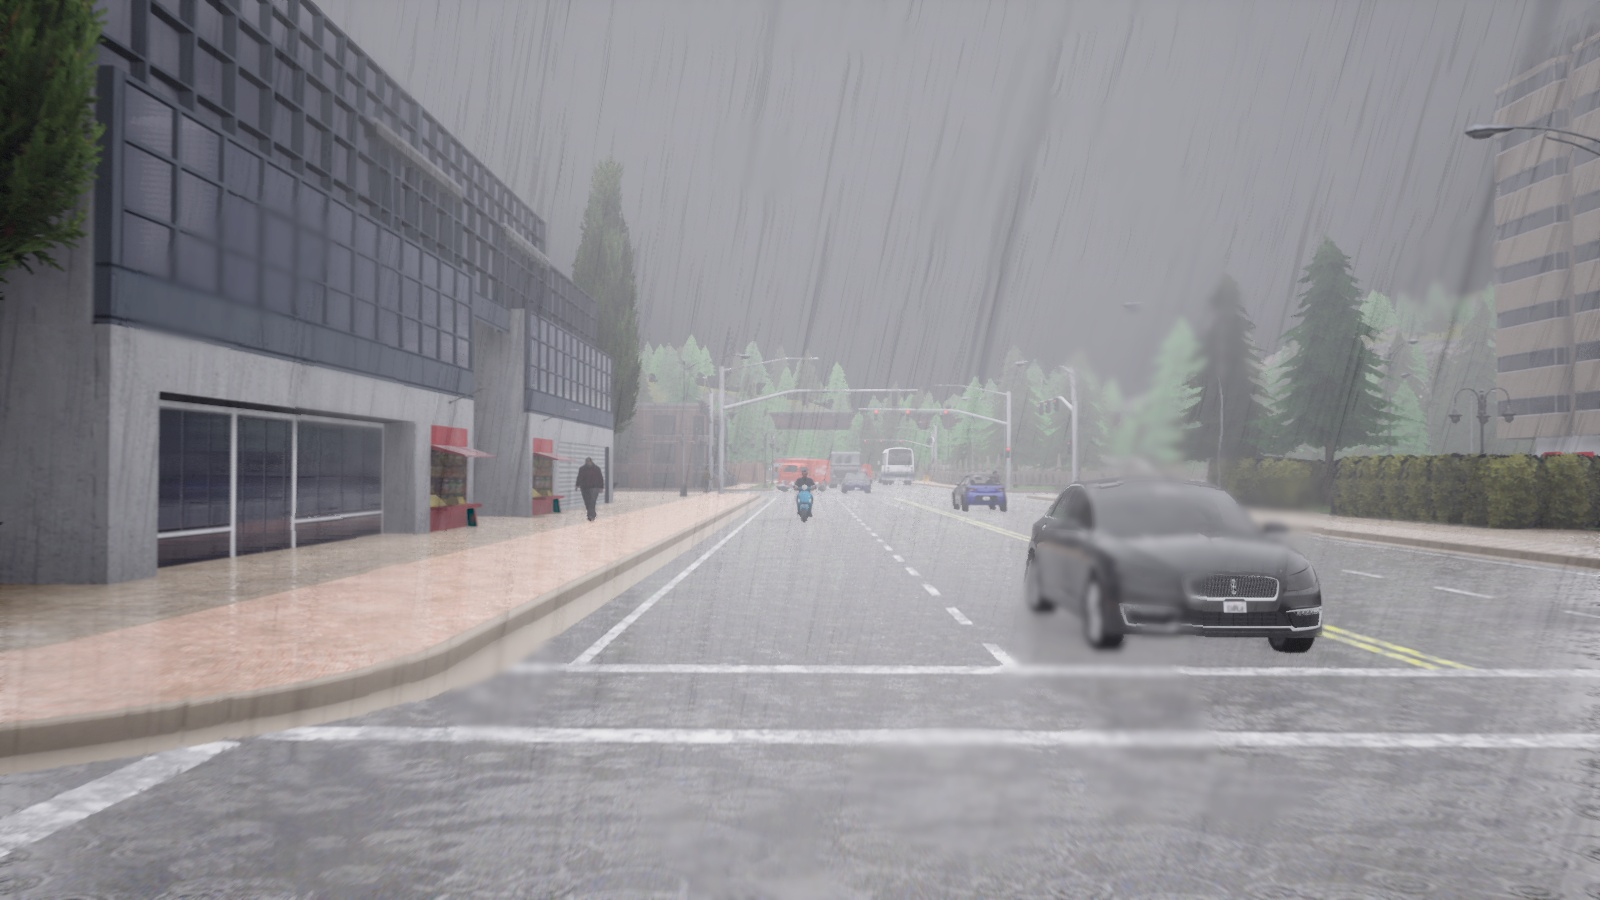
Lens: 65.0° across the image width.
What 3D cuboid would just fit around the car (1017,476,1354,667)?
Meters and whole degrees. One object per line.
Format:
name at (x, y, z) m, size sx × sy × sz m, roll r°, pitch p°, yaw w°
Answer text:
car at (3.481, 1.013, 12.421) m, size 1.837 × 1.490 × 4.892 m, roll 0°, pitch -1°, yaw 0°

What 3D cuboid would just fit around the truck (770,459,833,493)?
truck at (0.160, 1.926, 95.944) m, size 2.627 × 2.467 × 5.204 m, roll 1°, pitch 0°, yaw 27°

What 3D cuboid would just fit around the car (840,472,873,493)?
car at (3.997, 2.294, 89.403) m, size 2.163 × 1.488 × 4.792 m, roll 0°, pitch -1°, yaw 0°

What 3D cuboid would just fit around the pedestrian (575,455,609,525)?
pedestrian at (-5.590, 1.060, 33.711) m, size 0.634 × 1.844 × 0.899 m, roll 0°, pitch -1°, yaw 10°

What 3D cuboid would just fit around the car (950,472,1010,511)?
car at (7.233, 1.651, 50.895) m, size 1.816 × 1.474 × 4.193 m, roll 0°, pitch -1°, yaw 0°

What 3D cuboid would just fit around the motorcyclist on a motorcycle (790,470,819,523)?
motorcyclist on a motorcycle at (0.147, 1.413, 38.579) m, size 0.866 × 1.590 × 1.817 m, roll 0°, pitch -1°, yaw 0°
